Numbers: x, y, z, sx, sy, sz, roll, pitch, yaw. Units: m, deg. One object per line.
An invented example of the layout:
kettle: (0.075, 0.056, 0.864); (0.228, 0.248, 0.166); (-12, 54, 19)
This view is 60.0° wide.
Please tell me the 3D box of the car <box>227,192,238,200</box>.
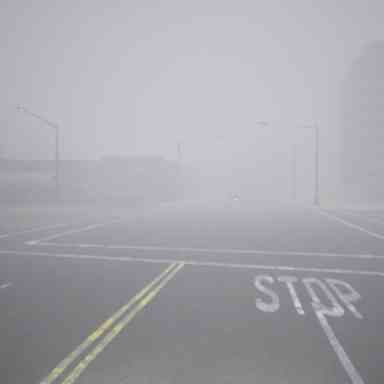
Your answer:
car: (7.988, 0.722, 64.602); (1.994, 1.385, 4.181); (0, 1, 11)
